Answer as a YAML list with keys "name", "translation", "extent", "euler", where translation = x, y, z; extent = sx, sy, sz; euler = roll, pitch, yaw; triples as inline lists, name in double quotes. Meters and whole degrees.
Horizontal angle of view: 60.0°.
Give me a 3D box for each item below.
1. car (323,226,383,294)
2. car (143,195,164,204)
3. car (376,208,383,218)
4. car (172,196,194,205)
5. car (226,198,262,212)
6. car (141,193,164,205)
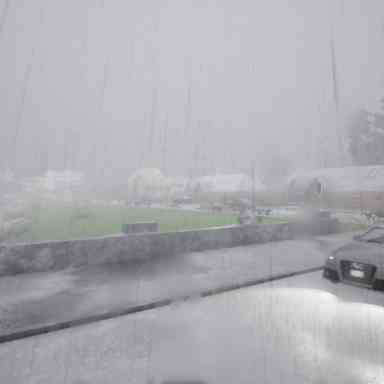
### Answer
- name: "car"
  translation: [5.152, 1.564, 8.274]
  extent: [4.181, 1.385, 1.994]
  euler: [0, 0, -35]
- name: "car"
  translation: [-7.606, 1.478, 65.827]
  extent: [1.882, 1.535, 5.008]
  euler: [0, 0, -35]
- name: "car"
  translation: [16.748, 1.548, 24.748]
  extent: [2.033, 1.411, 5.357]
  euler: [0, 0, -38]
- name: "car"
  translation: [-1.684, 1.478, 57.590]
  extent: [1.882, 1.535, 5.008]
  euler: [0, 0, -35]
- name: "car"
  translation: [6.083, 1.505, 39.536]
  extent: [1.837, 1.490, 4.892]
  euler: [0, 0, -35]
- name: "car"
  translation: [-6.938, 1.226, 57.960]
  extent: [2.150, 2.045, 5.566]
  euler: [0, 0, -35]
